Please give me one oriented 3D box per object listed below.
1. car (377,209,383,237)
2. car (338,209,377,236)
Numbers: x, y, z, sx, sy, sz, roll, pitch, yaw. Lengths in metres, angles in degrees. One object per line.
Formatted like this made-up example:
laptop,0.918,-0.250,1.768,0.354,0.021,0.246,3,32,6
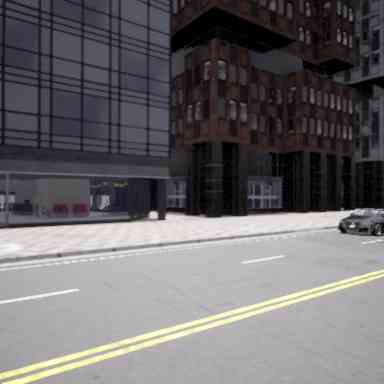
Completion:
car,10.900,1.432,15.436,4.553,1.767,2.097,0,0,-35
car,10.172,1.650,18.907,4.181,1.385,1.994,0,0,-35
